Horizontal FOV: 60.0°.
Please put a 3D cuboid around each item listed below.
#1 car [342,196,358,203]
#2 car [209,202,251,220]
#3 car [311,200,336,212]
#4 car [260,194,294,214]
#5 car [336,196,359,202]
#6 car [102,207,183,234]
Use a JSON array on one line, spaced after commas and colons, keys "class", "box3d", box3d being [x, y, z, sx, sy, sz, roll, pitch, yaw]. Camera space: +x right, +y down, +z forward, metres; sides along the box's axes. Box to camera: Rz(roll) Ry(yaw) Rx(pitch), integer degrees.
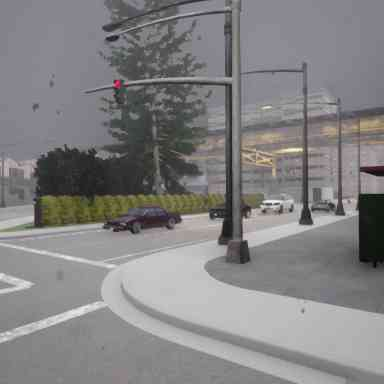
[{"class": "car", "box3d": [31.827, 1.522, 68.023, 4.974, 1.542, 2.038, 0, 0, -29]}, {"class": "car", "box3d": [3.344, 1.535, 28.519, 1.882, 1.535, 5.008, -1, 0, 36]}, {"class": "car", "box3d": [15.398, 1.590, 38.890, 1.994, 1.385, 4.181, -1, 0, 36]}, {"class": "car", "box3d": [9.639, 1.281, 37.189, 2.150, 2.045, 5.566, -1, 0, 36]}, {"class": "car", "box3d": [31.871, 1.364, 68.050, 4.536, 1.218, 1.853, 0, 0, -29]}, {"class": "car", "box3d": [-2.771, 1.602, 20.068, 2.033, 1.411, 5.357, -1, 0, 36]}]
